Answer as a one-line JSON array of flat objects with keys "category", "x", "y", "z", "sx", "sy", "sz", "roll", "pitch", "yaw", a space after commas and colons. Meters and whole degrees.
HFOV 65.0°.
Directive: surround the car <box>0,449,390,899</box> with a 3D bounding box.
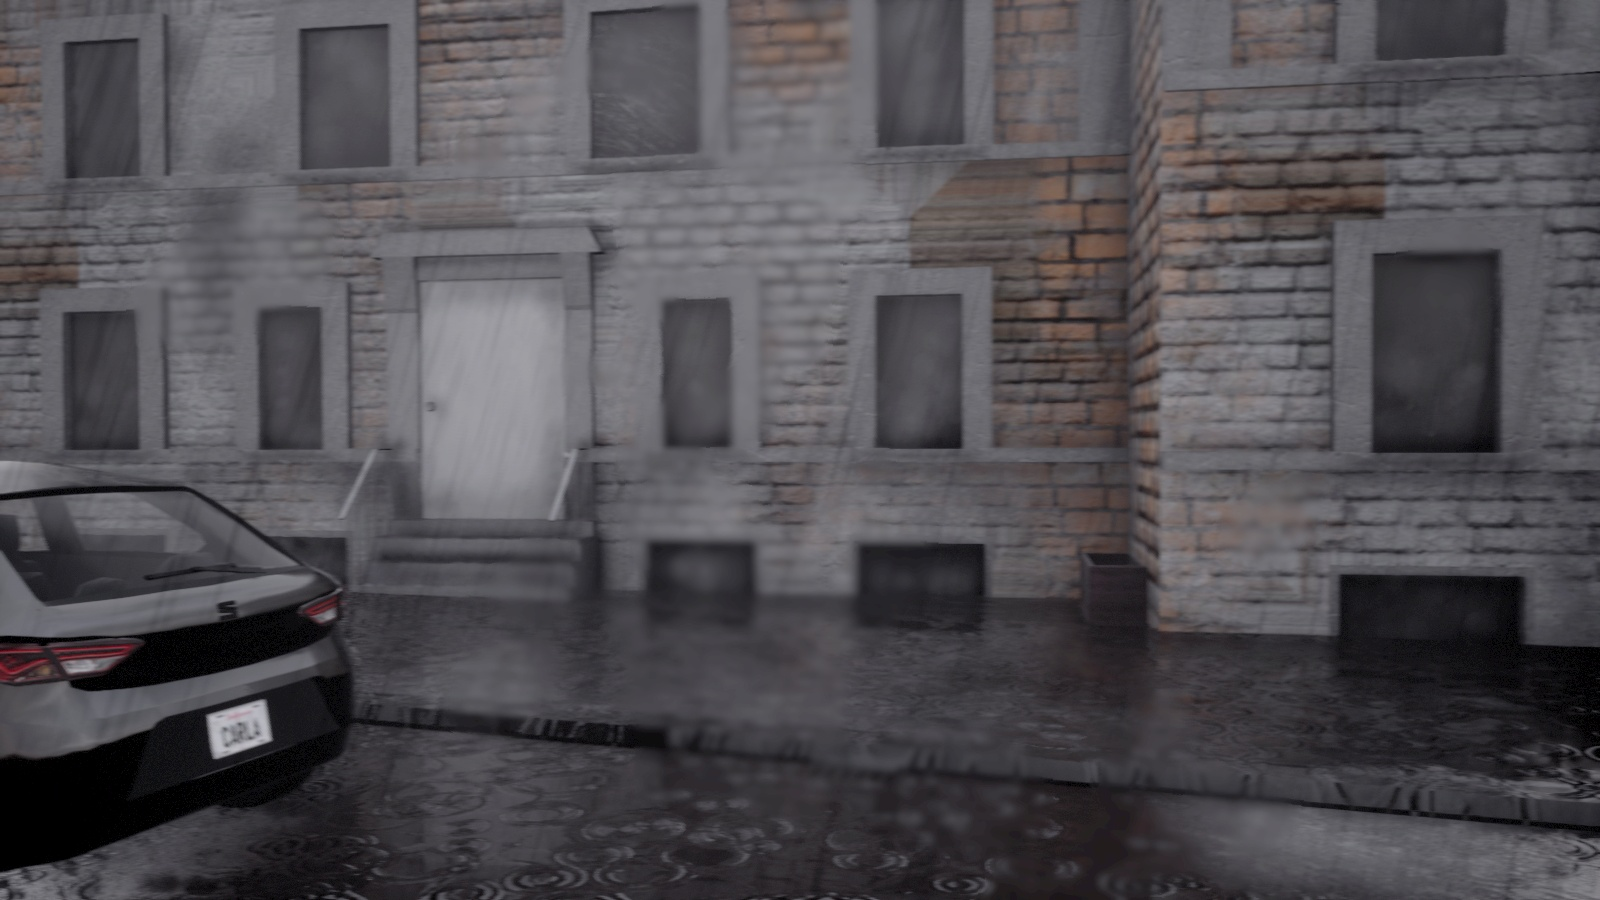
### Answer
[{"category": "car", "x": -3.997, "y": 0.744, "z": 5.071, "sx": 4.193, "sy": 1.474, "sz": 1.816, "roll": 1, "pitch": 1, "yaw": 19}]
